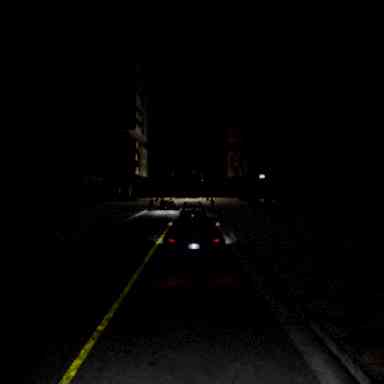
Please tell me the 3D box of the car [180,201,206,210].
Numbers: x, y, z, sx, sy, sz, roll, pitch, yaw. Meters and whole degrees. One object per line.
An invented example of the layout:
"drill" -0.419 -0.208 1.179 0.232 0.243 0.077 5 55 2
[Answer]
"car" 0.068 1.447 26.306 2.128 1.511 4.902 0 0 0

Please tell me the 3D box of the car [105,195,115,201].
"car" -20.623 1.435 78.571 4.829 1.417 1.752 0 0 0

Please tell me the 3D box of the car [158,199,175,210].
"car" -3.098 1.525 41.398 1.895 1.301 4.718 0 0 0

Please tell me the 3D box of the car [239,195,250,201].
"car" 11.891 1.257 69.850 4.097 1.590 1.967 0 0 0

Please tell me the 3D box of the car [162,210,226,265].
"car" 0.071 1.544 11.639 1.994 1.385 4.181 0 0 0

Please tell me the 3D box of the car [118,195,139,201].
"car" -15.021 1.420 78.537 4.829 1.417 1.752 0 0 0
